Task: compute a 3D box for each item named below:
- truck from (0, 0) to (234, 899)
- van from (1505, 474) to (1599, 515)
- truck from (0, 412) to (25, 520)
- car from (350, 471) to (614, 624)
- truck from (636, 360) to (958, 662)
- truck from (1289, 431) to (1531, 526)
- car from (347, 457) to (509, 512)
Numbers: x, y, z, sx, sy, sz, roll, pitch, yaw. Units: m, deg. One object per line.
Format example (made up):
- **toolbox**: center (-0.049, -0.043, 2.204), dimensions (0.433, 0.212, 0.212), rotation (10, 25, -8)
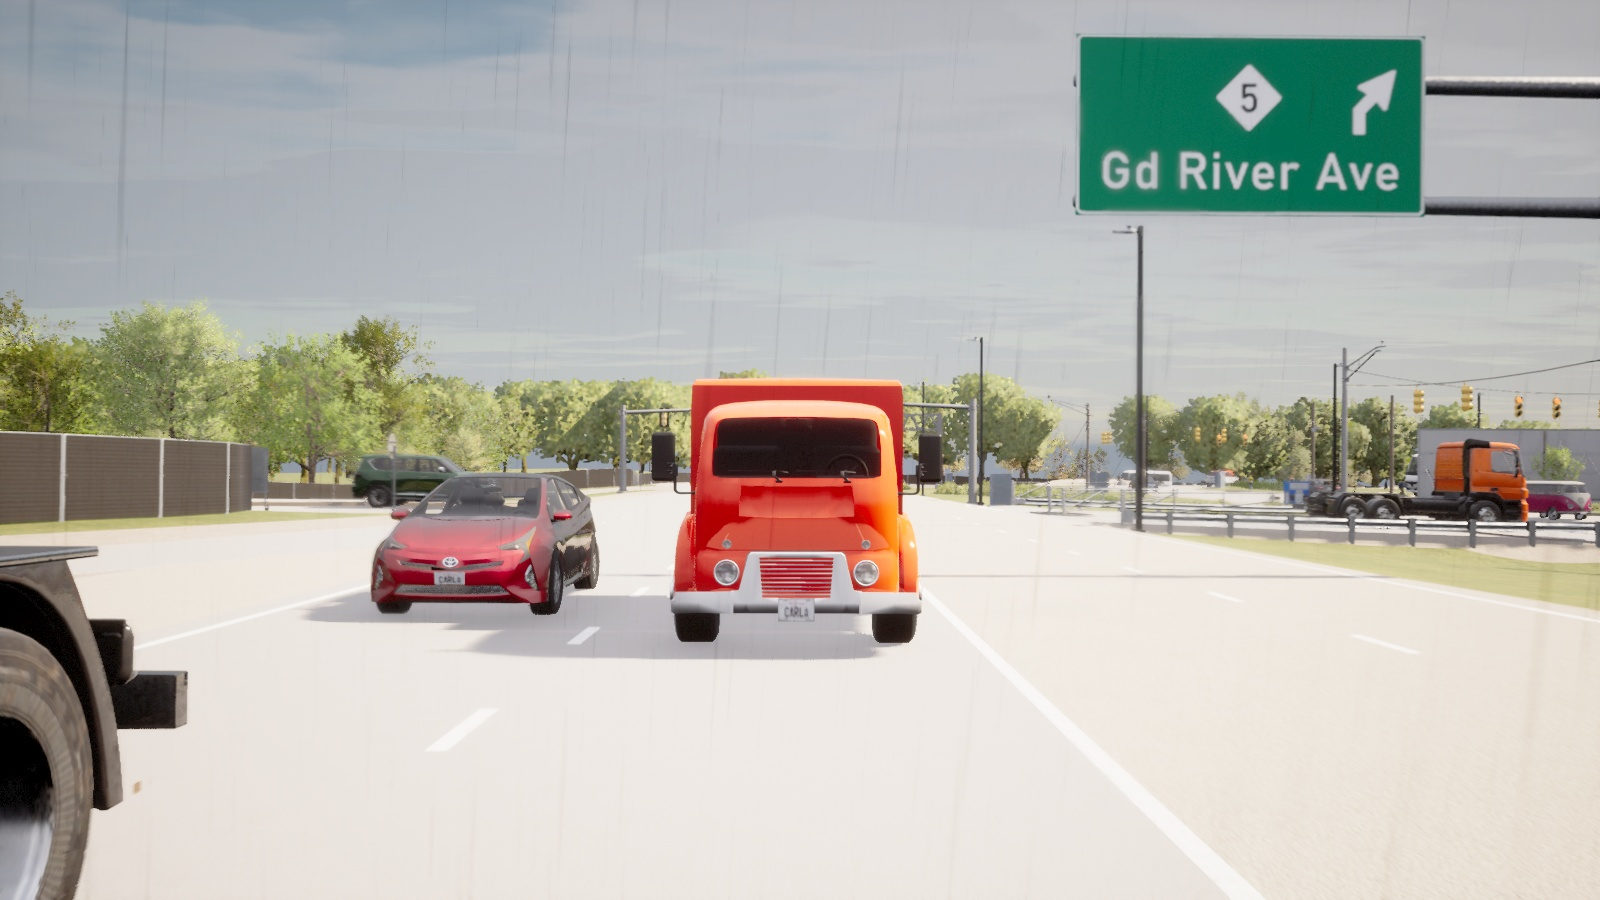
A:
- **truck**: center (-3.505, -0.143, 0.610), dimensions (2.891, 3.462, 7.936), rotation (0, -1, 0)
- **van**: center (38.666, 2.269, 64.683), dimensions (1.775, 1.987, 4.442), rotation (0, -1, -7)
- **truck**: center (-32.622, 0.653, 44.461), dimensions (8.468, 3.827, 2.891), rotation (-1, 0, -1)
- **car**: center (-3.536, 1.020, 14.909), dimensions (2.007, 1.525, 4.514), rotation (0, -1, 0)
- **truck**: center (-0.033, 0.540, 12.912), dimensions (2.627, 2.467, 5.204), rotation (0, -1, 0)
- **truck**: center (23.387, 1.094, 48.403), dimensions (7.936, 3.462, 2.891), rotation (1, -1, -1)
- **car**: center (-14.189, 1.321, 48.190), dimensions (5.566, 2.045, 2.150), rotation (0, -1, 0)
